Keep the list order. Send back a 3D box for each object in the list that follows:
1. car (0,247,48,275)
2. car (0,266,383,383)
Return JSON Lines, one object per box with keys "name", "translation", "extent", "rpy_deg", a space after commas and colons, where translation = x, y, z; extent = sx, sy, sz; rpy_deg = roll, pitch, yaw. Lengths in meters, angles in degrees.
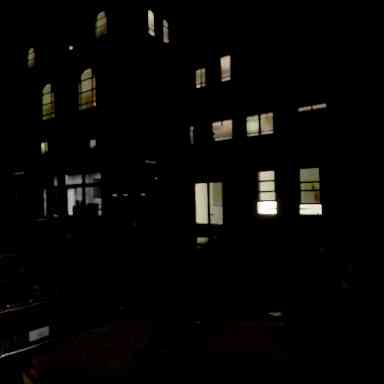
{"name": "car", "translation": [-3.739, 1.608, 5.558], "extent": [4.403, 1.369, 2.008], "rpy_deg": [-1, -1, 36]}
{"name": "car", "translation": [0.582, 1.533, 2.476], "extent": [4.829, 1.417, 1.752], "rpy_deg": [-1, -1, 36]}
